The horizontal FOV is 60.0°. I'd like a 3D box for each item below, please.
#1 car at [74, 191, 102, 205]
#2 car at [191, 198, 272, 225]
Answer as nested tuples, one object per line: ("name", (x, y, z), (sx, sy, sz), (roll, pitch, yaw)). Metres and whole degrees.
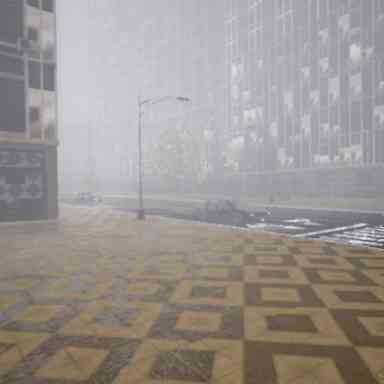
("car", (-11.832, 0.607, 37.849), (2.128, 1.511, 4.902), (-1, 2, -38))
("car", (2.178, 1.065, 20.039), (2.033, 1.411, 5.357), (-1, 2, -38))
